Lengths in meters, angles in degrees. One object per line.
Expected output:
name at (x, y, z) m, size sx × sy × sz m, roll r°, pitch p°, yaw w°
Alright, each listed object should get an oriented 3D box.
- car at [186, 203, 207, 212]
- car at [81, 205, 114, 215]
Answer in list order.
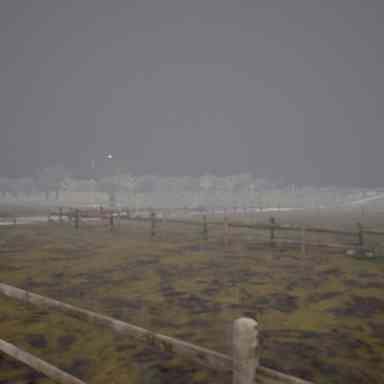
car at (0.832, 2.742, 58.697) m, size 2.128 × 1.511 × 4.902 m, roll 1°, pitch -1°, yaw 35°
car at (-11.645, 2.256, 41.140) m, size 1.994 × 1.385 × 4.181 m, roll 1°, pitch -1°, yaw 35°
